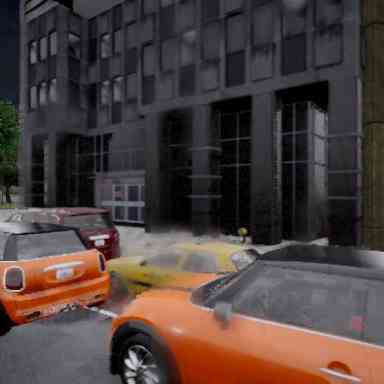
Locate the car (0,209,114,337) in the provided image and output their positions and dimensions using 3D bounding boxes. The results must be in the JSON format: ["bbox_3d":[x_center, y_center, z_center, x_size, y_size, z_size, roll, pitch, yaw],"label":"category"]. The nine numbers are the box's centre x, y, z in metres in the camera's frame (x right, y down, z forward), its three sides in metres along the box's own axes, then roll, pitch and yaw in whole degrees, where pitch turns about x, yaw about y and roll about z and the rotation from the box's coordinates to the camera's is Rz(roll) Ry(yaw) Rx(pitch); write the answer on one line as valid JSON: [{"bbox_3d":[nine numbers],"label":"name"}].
[{"bbox_3d":[-3.796,1.384,6.887,4.553,1.767,2.097,0,0,38],"label":"car"}]

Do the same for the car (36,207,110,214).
[{"bbox_3d":[-4.255,1.362,9.745,5.009,1.841,2.192,0,0,36],"label":"car"}]

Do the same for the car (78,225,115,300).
[{"bbox_3d":[0.011,1.563,6.654,4.829,1.417,1.752,0,0,36],"label":"car"}]

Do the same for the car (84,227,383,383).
[{"bbox_3d":[1.194,1.374,3.500,4.553,1.767,2.097,0,0,36],"label":"car"}]
